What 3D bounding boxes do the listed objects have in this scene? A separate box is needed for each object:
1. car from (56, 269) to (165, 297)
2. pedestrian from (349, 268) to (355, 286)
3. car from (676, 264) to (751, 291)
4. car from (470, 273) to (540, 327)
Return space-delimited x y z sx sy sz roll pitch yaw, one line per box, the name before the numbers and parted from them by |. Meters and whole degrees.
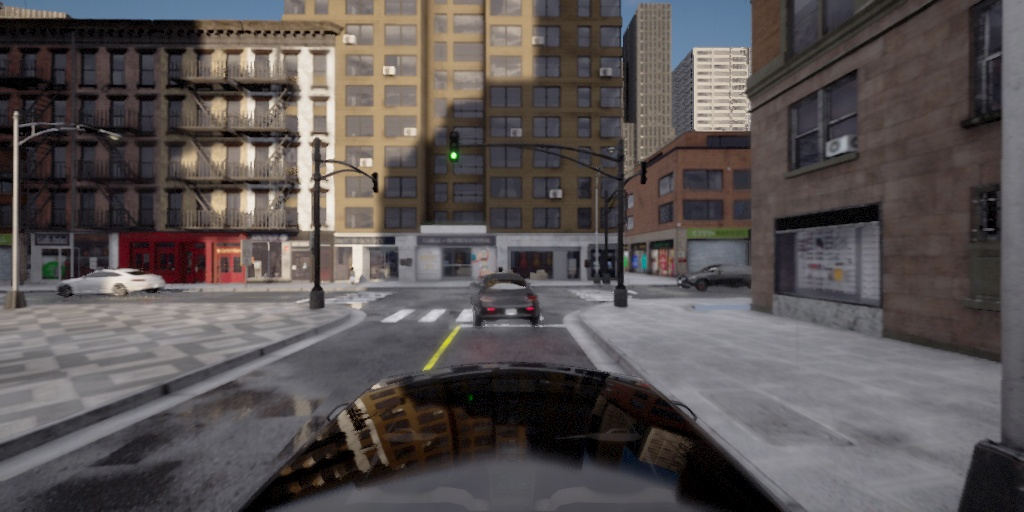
car | -21.742 1.431 19.563 4.674 1.442 1.812 0 0 0
pedestrian | -10.148 0.968 22.761 0.375 1.860 0.375 0 0 -1
car | 11.632 1.151 19.990 4.674 1.442 1.812 -1 0 -2
car | -0.328 1.266 11.498 1.812 1.442 4.674 0 0 -8
